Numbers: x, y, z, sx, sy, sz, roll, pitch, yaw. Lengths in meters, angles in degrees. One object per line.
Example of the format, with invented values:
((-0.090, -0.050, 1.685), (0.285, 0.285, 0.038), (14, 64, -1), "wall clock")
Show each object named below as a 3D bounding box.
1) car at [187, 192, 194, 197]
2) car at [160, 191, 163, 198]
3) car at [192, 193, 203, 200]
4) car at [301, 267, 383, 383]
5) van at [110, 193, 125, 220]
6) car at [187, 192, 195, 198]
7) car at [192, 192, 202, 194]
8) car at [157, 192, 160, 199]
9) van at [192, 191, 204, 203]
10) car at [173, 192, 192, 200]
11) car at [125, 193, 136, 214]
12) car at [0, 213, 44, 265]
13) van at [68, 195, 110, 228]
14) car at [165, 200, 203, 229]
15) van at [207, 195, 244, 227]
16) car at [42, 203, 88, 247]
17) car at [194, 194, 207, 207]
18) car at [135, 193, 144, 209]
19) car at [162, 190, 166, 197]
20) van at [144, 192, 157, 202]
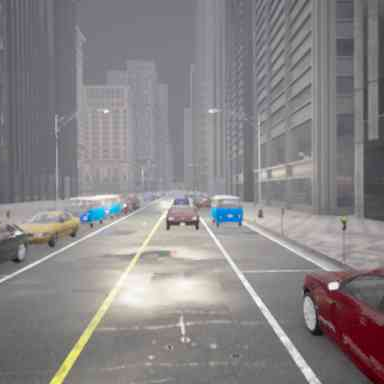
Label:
((-0.445, 0.689, 93.893), (1.947, 1.339, 4.313), (-1, 1, -2), "car")
((-8.379, 0.924, 76.685), (1.947, 1.339, 4.313), (-1, 1, -2), "car")
((1.311, 1.170, 43.160), (1.802, 1.307, 4.206), (-1, 1, -2), "car")
((2.676, 1.486, 3.700), (1.887, 1.381, 4.507), (-1, 1, -2), "car")
((-6.626, 1.157, 25.947), (1.690, 1.788, 3.998), (-1, 1, -2), "van")
((-0.250, 0.728, 88.256), (2.008, 1.369, 4.403), (-1, 1, -2), "car")
((1.116, 1.103, 48.796), (1.947, 1.339, 4.313), (-1, 1, -2), "car")
((-7.989, 1.005, 65.411), (1.887, 1.381, 4.507), (-1, 1, -2), "car")
((0.918, 0.827, 54.431), (1.690, 1.788, 3.998), (-1, 1, -2), "van")
((-1.274, 1.111, 40.704), (1.882, 1.535, 5.008), (-1, 1, -2), "car")
((-6.820, 1.206, 31.585), (1.967, 1.590, 4.097), (-1, 1, -2), "car")
((-6.038, 1.518, 9.038), (2.008, 1.369, 4.403), (-1, 1, -2), "car")
((-6.431, 1.208, 20.310), (1.690, 1.788, 3.998), (-1, 1, -2), "van")
((-0.563, 1.420, 19.988), (1.895, 1.301, 4.718), (-1, 1, -2), "car")
((2.089, 1.131, 20.609), (1.690, 1.788, 3.998), (-1, 1, -2), "van")
((-6.228, 1.444, 14.505), (1.752, 1.417, 4.829), (-1, 1, -2), "car")
((1.506, 1.221, 37.522), (1.802, 1.307, 4.206), (-1, 1, -2), "car")
((-7.017, 1.030, 37.222), (2.192, 1.841, 5.009), (-1, 1, -2), "car")
((-8.771, 0.693, 87.958), (1.967, 1.590, 4.097), (-1, 1, -2), "car")
((-7.797, 0.853, 59.772), (1.690, 1.788, 3.998), (-1, 1, -2), "van")
